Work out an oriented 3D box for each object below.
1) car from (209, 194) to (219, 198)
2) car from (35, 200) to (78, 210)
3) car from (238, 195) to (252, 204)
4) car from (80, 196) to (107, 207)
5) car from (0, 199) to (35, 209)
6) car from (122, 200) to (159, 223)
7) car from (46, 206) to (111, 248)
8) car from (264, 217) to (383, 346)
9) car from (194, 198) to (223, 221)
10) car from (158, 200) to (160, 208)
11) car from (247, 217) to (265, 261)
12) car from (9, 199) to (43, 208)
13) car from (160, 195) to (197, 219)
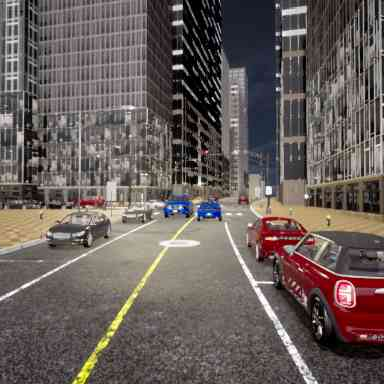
[{"bbox_3d":[5.176,1.493,78.752,2.192,1.841,5.009,1,0,14],"label":"car"},{"bbox_3d":[-16.948,1.638,41.919,4.313,1.339,1.947,0,-1,13],"label":"car"},{"bbox_3d":[10.095,1.412,65.066,2.192,1.841,5.009,1,0,13],"label":"car"},{"bbox_3d":[-15.134,1.536,49.590,5.009,1.841,2.192,0,-1,13],"label":"car"},{"bbox_3d":[-22.388,1.655,43.210,4.403,1.369,2.008,0,-1,13],"label":"car"},{"bbox_3d":[-4.122,1.574,25.653,2.008,1.369,4.403,1,0,5],"label":"car"},{"bbox_3d":[-4.877,1.562,14.863,2.008,1.369,4.403,1,0,3],"label":"car"},{"bbox_3d":[2.816,1.441,6.313,1.967,1.590,4.097,1,0,2],"label":"car"},{"bbox_3d":[1.486,1.495,27.121,1.882,1.535,5.008,0,0,5],"label":"car"},{"bbox_3d":[-5.343,1.702,44.004,4.718,1.301,1.895,-1,-1,30],"label":"car"},{"bbox_3d":[3.010,1.547,11.953,1.887,1.381,4.507,1,0,3],"label":"car"},{"bbox_3d":[-26.020,1.835,52.171,4.403,1.369,2.008,0,-1,13],"label":"car"},{"bbox_3d":[-1.126,1.250,30.174,2.150,2.045,5.566,0,0,6],"label":"car"}]
